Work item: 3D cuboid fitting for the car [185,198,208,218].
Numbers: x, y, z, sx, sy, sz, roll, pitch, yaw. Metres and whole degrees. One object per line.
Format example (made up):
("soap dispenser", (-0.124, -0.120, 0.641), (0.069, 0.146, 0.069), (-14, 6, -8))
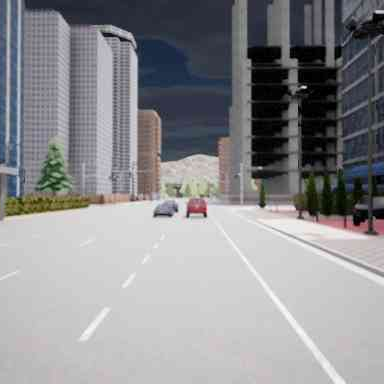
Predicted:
("car", (0.477, 1.639, 35.562), (2.150, 2.045, 5.566), (0, -1, 0))

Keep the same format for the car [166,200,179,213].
("car", (-2.918, 1.886, 45.837), (2.097, 1.767, 4.553), (0, -1, 1))

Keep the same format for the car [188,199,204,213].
("car", (0.585, 1.895, 46.305), (2.097, 1.767, 4.553), (0, -1, 1))

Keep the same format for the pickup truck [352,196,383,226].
("pickup truck", (13.376, 1.361, 24.469), (2.390, 2.098, 6.274), (0, -1, 31))

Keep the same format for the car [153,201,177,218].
("car", (-3.022, 1.981, 35.836), (1.994, 1.385, 4.181), (0, -1, 1))
